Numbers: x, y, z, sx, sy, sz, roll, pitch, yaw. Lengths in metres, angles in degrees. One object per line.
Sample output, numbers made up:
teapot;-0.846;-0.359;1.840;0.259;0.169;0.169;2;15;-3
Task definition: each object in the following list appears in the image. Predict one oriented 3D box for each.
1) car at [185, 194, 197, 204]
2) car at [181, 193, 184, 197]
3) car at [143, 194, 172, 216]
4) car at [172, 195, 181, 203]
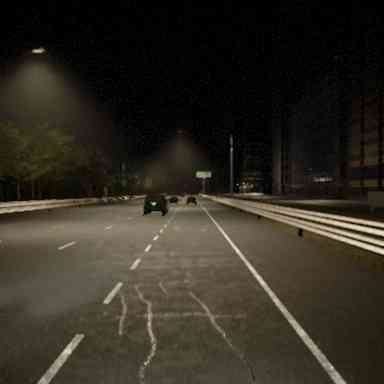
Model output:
car;-0.125;1.601;66.812;1.837;1.490;4.892;0;-1;0
car;-3.886;1.501;87.264;2.097;1.767;4.553;0;0;-1
car;-3.557;1.256;33.394;2.150;2.045;5.566;0;0;0
car;-3.746;1.631;69.406;1.812;1.442;4.674;0;0;0
